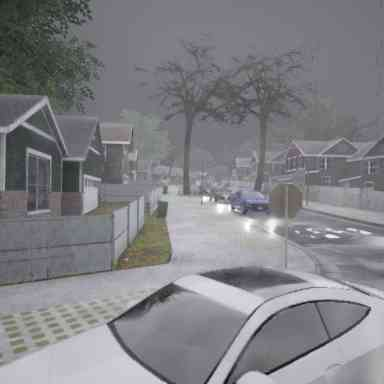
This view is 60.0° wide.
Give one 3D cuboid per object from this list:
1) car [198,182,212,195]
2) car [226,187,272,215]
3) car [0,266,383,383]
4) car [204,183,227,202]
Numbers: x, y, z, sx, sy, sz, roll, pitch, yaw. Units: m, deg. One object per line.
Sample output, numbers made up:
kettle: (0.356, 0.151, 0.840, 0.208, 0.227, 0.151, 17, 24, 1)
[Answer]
car: (1.889, -0.314, 42.583, 2.128, 1.511, 4.902, 1, 3, -6)
car: (3.977, 0.621, 23.025, 1.882, 1.535, 5.008, 1, 3, -6)
car: (0.350, 1.531, 3.090, 4.674, 1.442, 1.812, 0, 0, -34)
car: (2.899, 0.149, 33.052, 2.128, 1.511, 4.902, 1, 3, -6)
